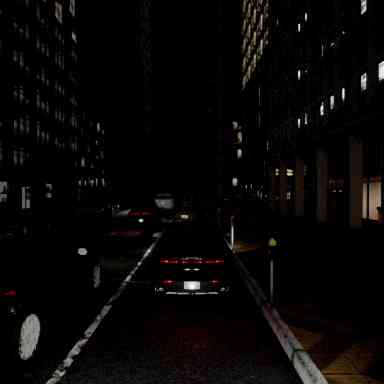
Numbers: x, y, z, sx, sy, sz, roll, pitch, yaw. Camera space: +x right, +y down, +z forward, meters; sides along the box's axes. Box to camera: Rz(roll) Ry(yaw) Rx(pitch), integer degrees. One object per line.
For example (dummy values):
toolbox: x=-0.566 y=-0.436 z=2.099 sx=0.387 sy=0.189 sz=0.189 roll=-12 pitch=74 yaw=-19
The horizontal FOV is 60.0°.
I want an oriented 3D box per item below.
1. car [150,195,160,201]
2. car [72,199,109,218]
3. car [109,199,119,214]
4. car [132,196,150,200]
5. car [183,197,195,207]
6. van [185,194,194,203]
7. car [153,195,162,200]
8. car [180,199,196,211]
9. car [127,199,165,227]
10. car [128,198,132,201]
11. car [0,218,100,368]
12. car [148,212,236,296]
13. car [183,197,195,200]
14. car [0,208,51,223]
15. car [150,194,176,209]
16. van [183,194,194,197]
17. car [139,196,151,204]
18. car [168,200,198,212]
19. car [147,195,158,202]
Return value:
car: x=-8.836 y=1.483 z=79.997 sx=1.802 sy=1.307 sz=4.206 roll=0 pitch=0 yaw=0
car: x=-8.838 y=1.513 z=28.540 sx=1.752 sy=1.417 sz=4.829 roll=0 pitch=0 yaw=0
car: x=-8.838 y=1.422 z=34.411 sx=1.967 sy=1.590 sz=4.097 roll=0 pitch=0 yaw=0
car: x=-6.243 y=1.459 z=44.724 sx=2.128 sy=1.511 sz=4.902 roll=0 pitch=0 yaw=0
car: x=-0.456 y=1.501 z=51.503 sx=1.887 sy=1.381 sz=4.507 roll=0 pitch=0 yaw=0
van: x=-0.456 y=1.266 z=68.597 sx=1.690 sy=1.788 sz=3.998 roll=0 pitch=0 yaw=0
car: x=-8.836 y=1.438 z=85.694 sx=2.008 sy=1.369 sz=4.403 roll=0 pitch=0 yaw=0
car: x=-0.456 y=1.557 z=40.107 sx=1.802 sy=1.307 sz=4.206 roll=0 pitch=0 yaw=0
car: x=-3.145 y=1.497 z=22.914 sx=1.837 sy=1.490 sz=4.892 roll=0 pitch=0 yaw=0
car: x=-8.837 y=1.523 z=51.504 sx=1.947 sy=1.339 sz=4.313 roll=0 pitch=0 yaw=0
car: x=-3.047 y=1.476 z=5.764 sx=1.882 sy=1.535 sz=5.008 roll=0 pitch=0 yaw=0
car: x=0.000 y=1.502 z=8.650 sx=1.837 sy=1.490 sz=4.892 roll=0 pitch=0 yaw=0
car: x=-0.457 y=1.533 z=34.409 sx=2.008 sy=1.369 sz=4.403 roll=0 pitch=0 yaw=0
car: x=-8.838 y=1.546 z=17.314 sx=2.008 sy=1.369 sz=4.403 roll=0 pitch=0 yaw=0
car: x=-3.046 y=1.199 z=37.718 sx=2.150 sy=2.045 sz=5.566 roll=0 pitch=0 yaw=0
van: x=-0.457 y=1.307 z=45.805 sx=1.690 sy=1.788 sz=3.998 roll=0 pitch=0 yaw=0
car: x=-8.837 y=1.517 z=62.901 sx=1.802 sy=1.307 sz=4.206 roll=0 pitch=0 yaw=0
car: x=-0.457 y=1.518 z=23.180 sx=1.752 sy=1.417 sz=4.829 roll=0 pitch=0 yaw=0
car: x=-8.837 y=1.458 z=74.298 sx=1.887 sy=1.381 sz=4.507 roll=0 pitch=0 yaw=0
